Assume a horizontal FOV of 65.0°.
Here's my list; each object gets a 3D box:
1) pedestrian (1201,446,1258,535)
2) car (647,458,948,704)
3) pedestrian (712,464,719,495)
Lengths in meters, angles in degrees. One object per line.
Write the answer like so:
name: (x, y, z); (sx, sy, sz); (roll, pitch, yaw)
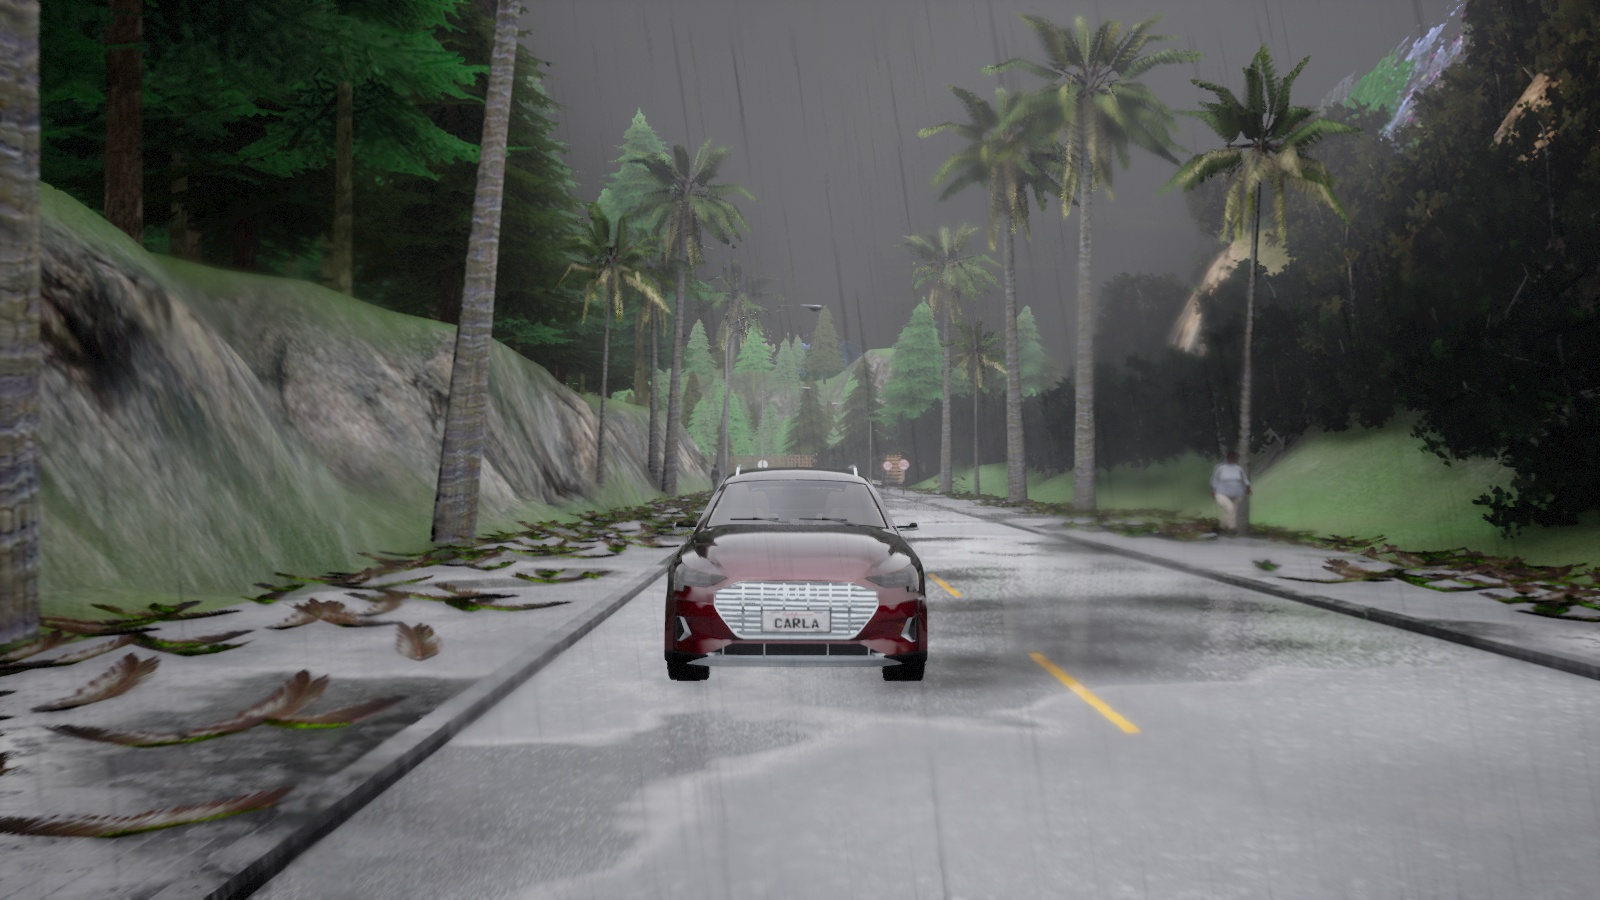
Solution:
pedestrian: (9.053, 0.844, 26.474); (0.874, 1.855, 0.900); (0, -1, 0)
car: (-0.024, 0.928, 10.925); (2.033, 1.649, 4.856); (0, -1, 0)
pedestrian: (-5.216, 1.835, 77.647); (0.402, 1.930, 0.666); (0, -1, 0)
